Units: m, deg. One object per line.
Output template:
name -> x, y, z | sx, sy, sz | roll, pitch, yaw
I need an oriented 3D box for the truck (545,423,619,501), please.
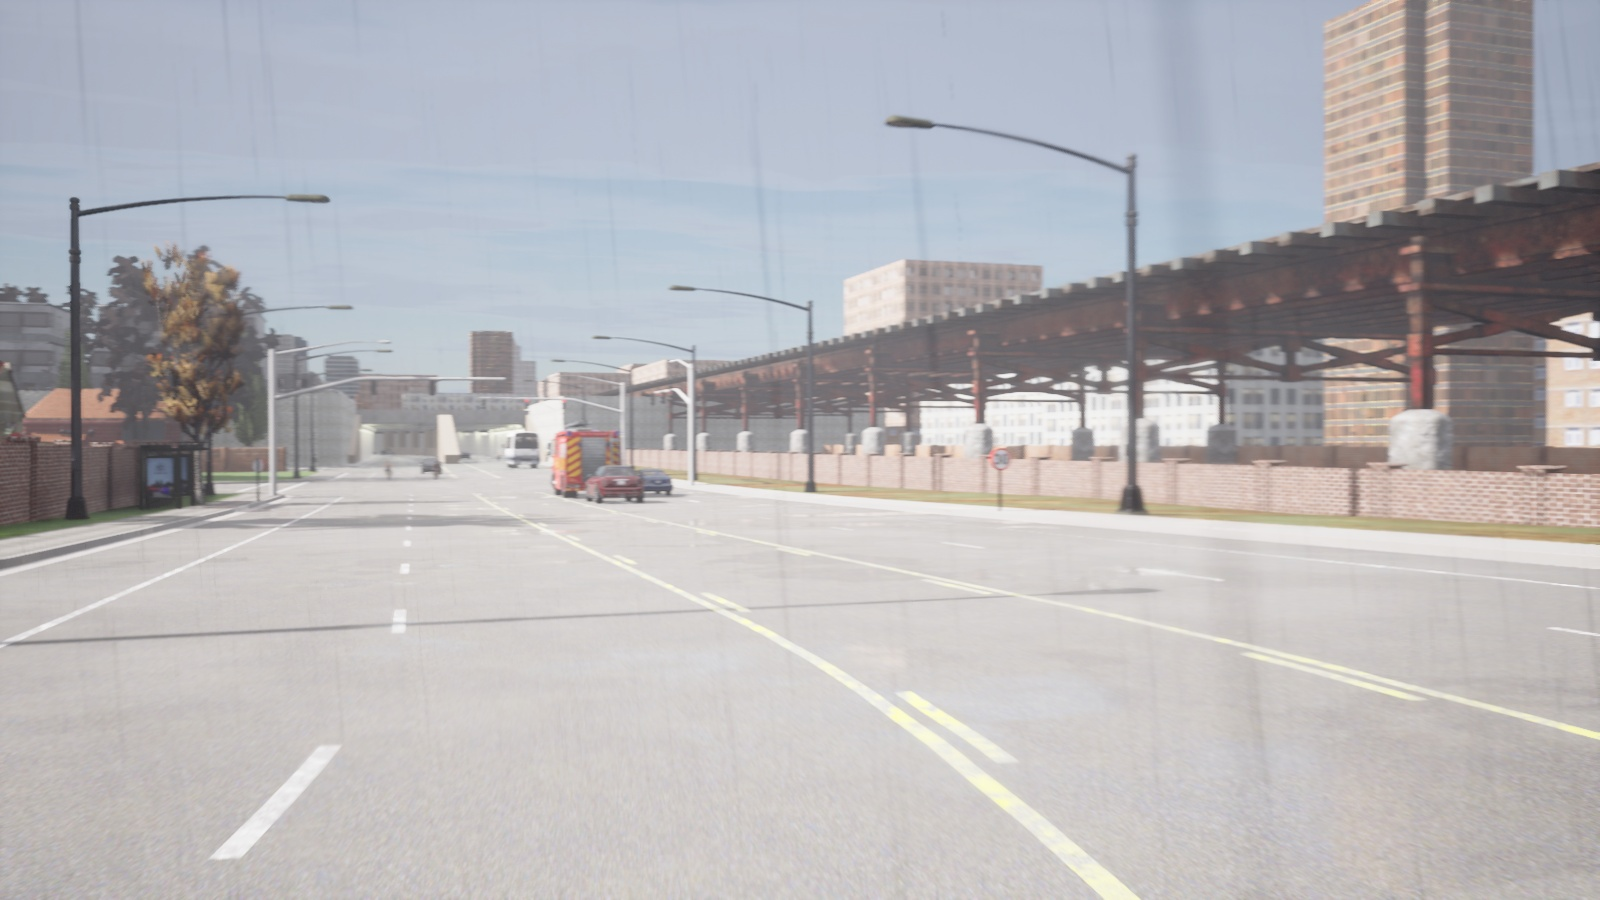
truck -> -11.608, 0.630, 66.186 | 2.891, 3.827, 8.468 | -1, 0, -16

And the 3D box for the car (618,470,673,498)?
car -> -8.394, 1.806, 67.797 | 2.033, 1.411, 5.357 | -1, 0, -17

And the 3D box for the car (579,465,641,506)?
car -> -8.630, 1.562, 56.787 | 2.097, 1.767, 4.553 | -1, 0, -17
